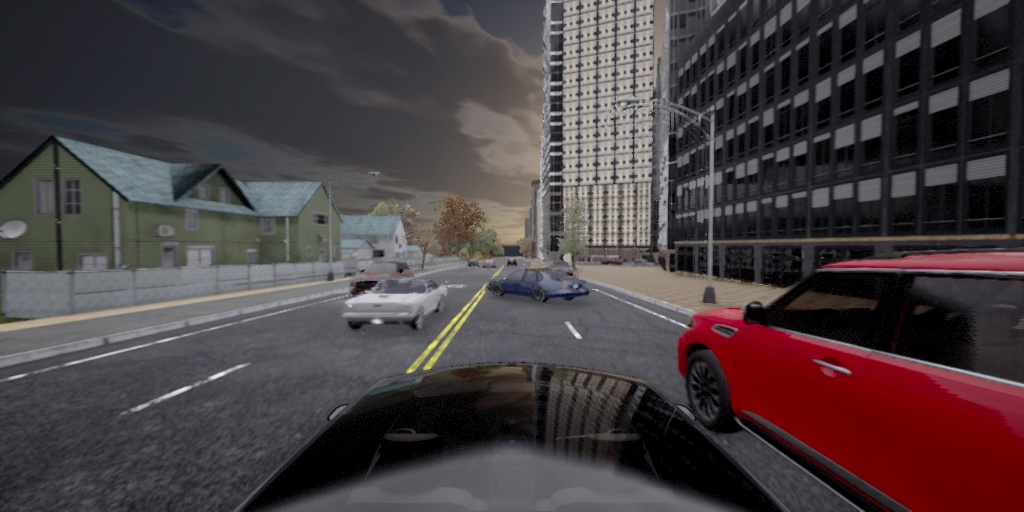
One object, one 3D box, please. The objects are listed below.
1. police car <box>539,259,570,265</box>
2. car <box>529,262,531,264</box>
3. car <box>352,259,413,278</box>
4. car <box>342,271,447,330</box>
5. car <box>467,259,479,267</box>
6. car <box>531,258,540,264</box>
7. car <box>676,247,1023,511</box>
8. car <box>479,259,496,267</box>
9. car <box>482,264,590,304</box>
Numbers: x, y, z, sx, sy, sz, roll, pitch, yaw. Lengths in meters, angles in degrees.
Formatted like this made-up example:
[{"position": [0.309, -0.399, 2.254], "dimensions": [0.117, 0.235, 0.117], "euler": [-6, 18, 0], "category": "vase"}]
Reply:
[{"position": [3.248, 1.195, 24.365], "dimensions": [2.038, 1.542, 4.974], "euler": [0, 0, 0], "category": "police car"}, {"position": [3.246, 1.101, 46.562], "dimensions": [1.801, 1.575, 5.366], "euler": [0, 0, 0], "category": "car"}, {"position": [-6.594, 1.054, 18.705], "dimensions": [2.097, 1.767, 4.553], "euler": [0, 0, 0], "category": "car"}, {"position": [-3.349, 1.323, 11.126], "dimensions": [1.895, 1.301, 4.718], "euler": [0, 0, 0], "category": "car"}, {"position": [-6.525, 1.169, 61.217], "dimensions": [2.033, 1.411, 5.357], "euler": [0, 0, 1], "category": "car"}, {"position": [3.247, 1.122, 35.558], "dimensions": [1.801, 1.575, 5.366], "euler": [0, 0, 0], "category": "car"}, {"position": [3.250, 0.969, 2.385], "dimensions": [2.150, 2.045, 5.566], "euler": [0, 0, 0], "category": "car"}, {"position": [-3.317, 1.160, 52.917], "dimensions": [1.812, 1.442, 4.674], "euler": [0, 0, 0], "category": "car"}, {"position": [1.000, 1.256, 16.374], "dimensions": [2.033, 1.411, 5.357], "euler": [0, 0, -38], "category": "car"}]
